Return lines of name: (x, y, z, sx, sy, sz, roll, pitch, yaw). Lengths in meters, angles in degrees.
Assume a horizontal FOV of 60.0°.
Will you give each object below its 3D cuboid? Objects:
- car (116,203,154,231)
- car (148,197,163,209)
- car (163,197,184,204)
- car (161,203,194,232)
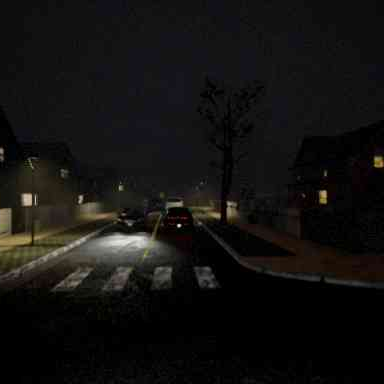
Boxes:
car: (-3.922, 1.728, 22.600, 2.128, 1.511, 4.902, 0, -1, -4)
car: (-5.272, 1.817, 49.518, 2.150, 2.045, 5.566, 0, -1, -1)
car: (-2.166, 1.707, 42.369, 2.150, 2.045, 5.566, 0, -1, -2)
car: (-0.925, 1.727, 21.818, 1.837, 1.490, 4.892, 0, -1, -4)
